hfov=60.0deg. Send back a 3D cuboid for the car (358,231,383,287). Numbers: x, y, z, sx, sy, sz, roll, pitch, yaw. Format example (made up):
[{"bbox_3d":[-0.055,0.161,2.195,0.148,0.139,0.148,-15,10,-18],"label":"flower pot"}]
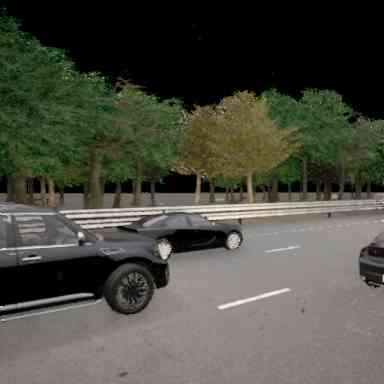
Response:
[{"bbox_3d":[5.882,1.463,7.934,4.892,1.490,1.837,0,0,-35],"label":"car"}]

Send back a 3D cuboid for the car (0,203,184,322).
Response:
[{"bbox_3d":[-3.110,1.218,5.828,5.566,2.045,2.150,0,0,-35],"label":"car"}]

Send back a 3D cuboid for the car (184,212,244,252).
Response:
[{"bbox_3d":[-0.306,1.447,12.121,5.008,1.535,1.882,0,0,-35],"label":"car"}]
